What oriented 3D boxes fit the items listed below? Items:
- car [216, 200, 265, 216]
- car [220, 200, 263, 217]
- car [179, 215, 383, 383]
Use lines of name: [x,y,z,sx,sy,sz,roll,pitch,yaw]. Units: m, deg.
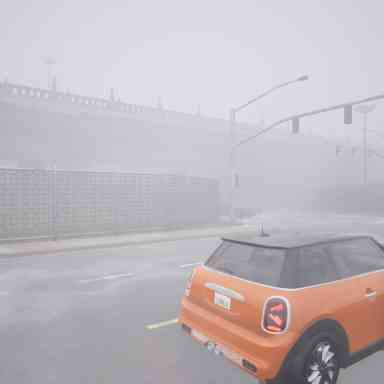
car: [4.996,1.603,35.174,2.033,1.411,5.357,0,0,-35]
car: [3.869,1.560,30.729,1.837,1.490,4.892,0,0,-36]
car: [2.115,1.352,5.295,4.553,1.767,2.097,0,0,-35]
